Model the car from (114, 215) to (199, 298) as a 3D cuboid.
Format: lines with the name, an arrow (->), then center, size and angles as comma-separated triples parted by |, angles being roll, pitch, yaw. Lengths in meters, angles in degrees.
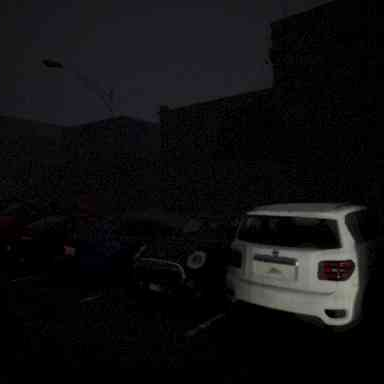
car -> 0.543, 1.359, 8.634 | 2.185, 1.767, 4.553 | 0, 0, 36

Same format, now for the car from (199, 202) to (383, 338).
car -> 2.775, 1.231, 7.018 | 2.435, 2.045, 5.566 | 0, 0, 36

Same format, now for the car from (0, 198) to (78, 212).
car -> -8.427, 1.299, 15.038 | 2.435, 2.045, 5.566 | -1, -1, 36

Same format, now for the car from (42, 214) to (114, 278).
car -> -1.693, 1.523, 10.246 | 2.163, 1.488, 4.792 | 0, 0, 36

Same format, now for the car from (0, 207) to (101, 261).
car -> -3.944, 1.504, 11.830 | 2.097, 1.535, 5.008 | -1, 0, 36
